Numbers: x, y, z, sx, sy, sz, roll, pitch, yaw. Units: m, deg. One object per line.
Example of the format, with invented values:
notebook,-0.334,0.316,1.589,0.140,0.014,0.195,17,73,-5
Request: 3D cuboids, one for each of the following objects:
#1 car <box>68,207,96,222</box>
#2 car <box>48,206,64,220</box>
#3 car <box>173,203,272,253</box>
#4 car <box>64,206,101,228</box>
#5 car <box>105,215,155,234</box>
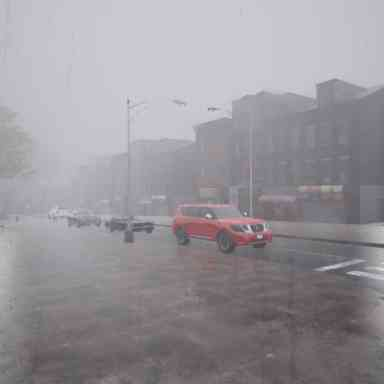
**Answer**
car,-13.983,2.843,42.190,2.097,1.767,4.553,0,-2,-35
car,-20.634,3.198,51.508,2.150,2.045,5.566,0,-2,-35
car,1.182,1.565,15.849,2.150,2.045,5.566,0,-2,-35
car,-10.464,2.440,32.182,2.097,1.767,4.553,0,-2,-35
car,-4.532,2.290,23.854,1.895,1.301,4.718,0,-2,-36
